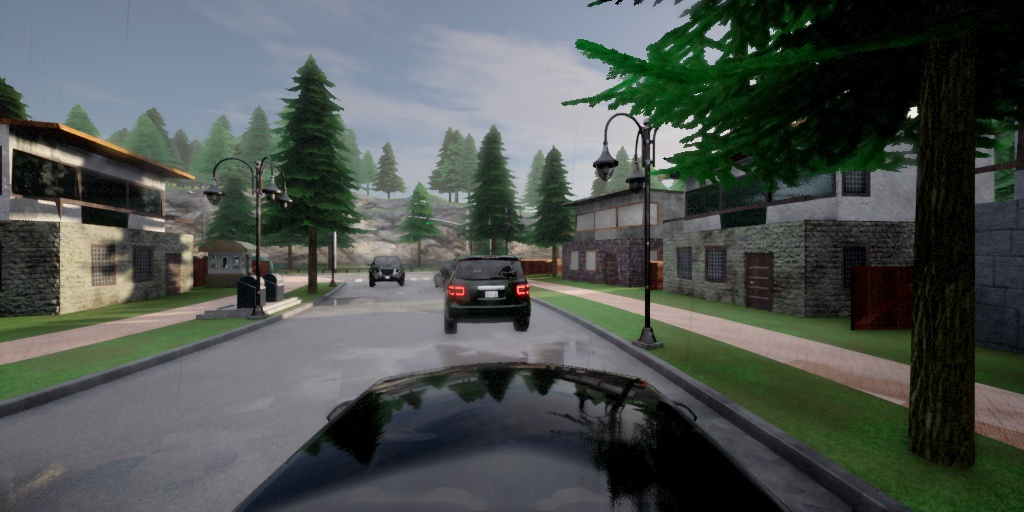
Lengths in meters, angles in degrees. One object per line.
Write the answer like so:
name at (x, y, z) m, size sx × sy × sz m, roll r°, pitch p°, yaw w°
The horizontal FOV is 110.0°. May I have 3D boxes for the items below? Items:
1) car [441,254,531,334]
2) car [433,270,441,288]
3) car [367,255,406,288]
car at (-0.936, 0.971, 10.865) m, size 2.150 × 2.045 × 5.566 m, roll 0°, pitch 0°, yaw -10°
car at (-3.428, 1.298, 21.347) m, size 2.033 × 1.411 × 5.357 m, roll 0°, pitch 0°, yaw -21°
car at (-8.565, 0.976, 24.559) m, size 2.150 × 2.045 × 5.566 m, roll 0°, pitch 0°, yaw -20°
